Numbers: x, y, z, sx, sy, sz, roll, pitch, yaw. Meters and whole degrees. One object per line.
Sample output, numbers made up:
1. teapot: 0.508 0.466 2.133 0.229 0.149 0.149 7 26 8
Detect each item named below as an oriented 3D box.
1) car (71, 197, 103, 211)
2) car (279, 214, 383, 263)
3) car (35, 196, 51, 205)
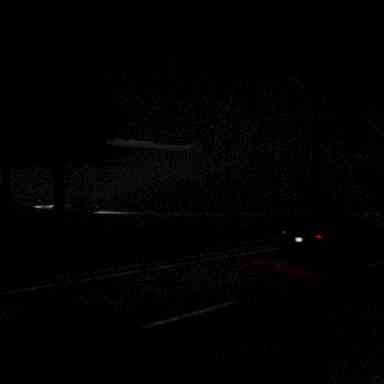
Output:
1. car: -11.908 1.357 37.590 2.128 1.511 4.902 -1 1 -45
2. car: 4.978 1.446 11.598 4.181 1.385 1.994 -1 0 -36
3. car: -24.345 1.358 54.238 1.882 1.535 5.008 -1 0 -34
